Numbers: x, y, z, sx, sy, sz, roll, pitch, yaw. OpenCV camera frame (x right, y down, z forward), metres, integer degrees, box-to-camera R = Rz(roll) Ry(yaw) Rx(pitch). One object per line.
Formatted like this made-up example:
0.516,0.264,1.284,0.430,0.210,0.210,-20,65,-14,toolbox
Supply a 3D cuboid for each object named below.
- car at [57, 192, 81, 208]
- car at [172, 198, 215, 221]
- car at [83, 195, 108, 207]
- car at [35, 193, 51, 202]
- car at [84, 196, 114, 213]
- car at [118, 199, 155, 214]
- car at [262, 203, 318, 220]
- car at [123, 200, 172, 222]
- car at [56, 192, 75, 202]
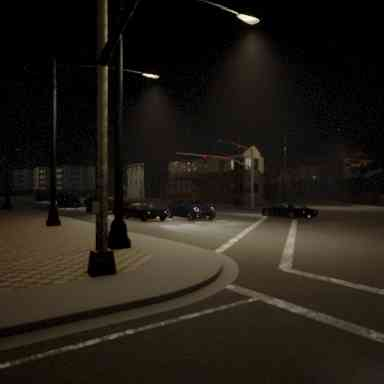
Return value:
-15.715,1.174,42.629,1.837,1.490,4.892,0,1,-36,car
-0.131,1.318,27.083,2.097,1.767,4.553,0,0,-36,car
-13.139,1.225,45.031,1.994,1.385,4.181,0,1,-36,car
-24.261,0.835,54.460,2.033,1.411,5.357,0,1,-36,car
-8.998,1.249,33.350,2.097,1.767,4.553,0,1,-36,car
-5.930,1.502,35.083,1.895,1.301,4.718,0,1,-35,car
8.014,1.596,27.883,1.895,1.301,4.718,0,0,-30,car
-3.818,1.559,26.209,1.895,1.301,4.718,0,0,-37,car
-21.721,0.806,56.932,1.812,1.442,4.674,0,1,-36,car
